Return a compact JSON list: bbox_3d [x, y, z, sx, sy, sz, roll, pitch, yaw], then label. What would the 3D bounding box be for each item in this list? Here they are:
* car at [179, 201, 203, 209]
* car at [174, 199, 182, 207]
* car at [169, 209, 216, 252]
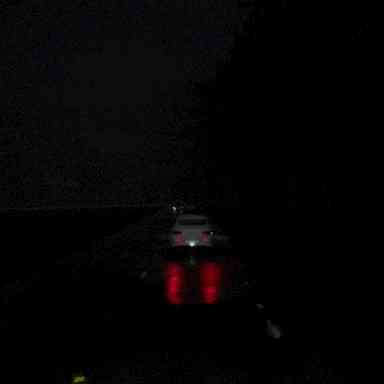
[{"bbox_3d":[0.027,1.813,29.380,1.812,1.442,4.674,0,0,0],"label":"car"},{"bbox_3d":[-2.701,2.236,68.149,1.812,1.442,4.674,0,-1,0],"label":"car"},{"bbox_3d":[0.015,1.665,14.378,1.812,1.442,4.674,0,0,0],"label":"car"}]
